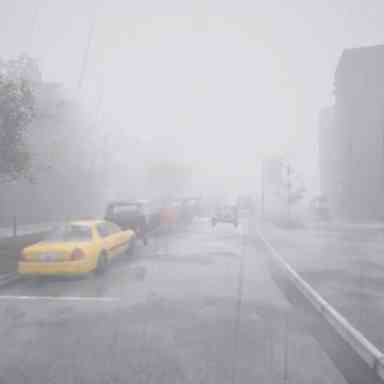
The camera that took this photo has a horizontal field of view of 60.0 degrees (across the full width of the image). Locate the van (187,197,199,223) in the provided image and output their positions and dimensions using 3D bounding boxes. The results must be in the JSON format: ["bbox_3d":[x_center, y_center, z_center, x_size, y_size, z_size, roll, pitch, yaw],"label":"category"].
[{"bbox_3d":[-0.925,1.449,27.047,1.878,1.987,4.442,-2,0,10],"label":"van"}]

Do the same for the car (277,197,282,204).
[{"bbox_3d":[20.497,2.443,84.003,2.231,1.521,4.892,-1,0,24],"label":"car"}]

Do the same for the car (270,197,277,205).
[{"bbox_3d":[18.111,2.412,79.036,2.163,1.488,4.792,-1,0,24],"label":"car"}]

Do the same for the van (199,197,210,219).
[{"bbox_3d":[0.210,1.516,32.510,1.878,1.987,4.442,-2,0,11],"label":"van"}]

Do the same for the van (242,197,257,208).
[{"bbox_3d":[11.121,1.970,64.133,1.878,1.987,4.442,-2,0,23],"label":"van"}]

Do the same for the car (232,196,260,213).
[{"bbox_3d":[6.917,1.597,42.398,2.150,2.045,5.566,-1,-1,17],"label":"car"}]

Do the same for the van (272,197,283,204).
[{"bbox_3d":[22.961,2.301,89.129,1.878,1.987,4.442,-1,-1,28],"label":"van"}]

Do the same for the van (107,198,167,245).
[{"bbox_3d":[-2.652,1.341,15.997,1.878,1.987,4.442,-2,0,4],"label":"van"}]

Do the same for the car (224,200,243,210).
[{"bbox_3d":[6.800,2.094,53.740,2.002,1.452,4.674,-2,0,21],"label":"car"}]

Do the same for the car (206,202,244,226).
[{"bbox_3d":[2.569,1.702,24.747,2.033,1.411,5.357,0,-1,11],"label":"car"}]

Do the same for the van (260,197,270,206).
[{"bbox_3d":[15.290,2.085,73.169,1.878,1.987,4.442,-2,0,23],"label":"van"}]

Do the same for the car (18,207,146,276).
[{"bbox_3d":[-3.183,1.522,10.504,1.946,1.575,5.366,-2,0,6],"label":"car"}]

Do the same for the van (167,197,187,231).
[{"bbox_3d":[-1.884,1.391,21.539,1.878,1.987,4.442,-2,0,9],"label":"van"}]

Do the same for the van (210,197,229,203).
[{"bbox_3d":[3.138,1.670,43.305,1.878,1.987,4.442,-2,0,16],"label":"van"}]

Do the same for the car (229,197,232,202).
[{"bbox_3d":[4.865,1.726,48.529,2.435,2.045,5.566,-2,0,17],"label":"car"}]
